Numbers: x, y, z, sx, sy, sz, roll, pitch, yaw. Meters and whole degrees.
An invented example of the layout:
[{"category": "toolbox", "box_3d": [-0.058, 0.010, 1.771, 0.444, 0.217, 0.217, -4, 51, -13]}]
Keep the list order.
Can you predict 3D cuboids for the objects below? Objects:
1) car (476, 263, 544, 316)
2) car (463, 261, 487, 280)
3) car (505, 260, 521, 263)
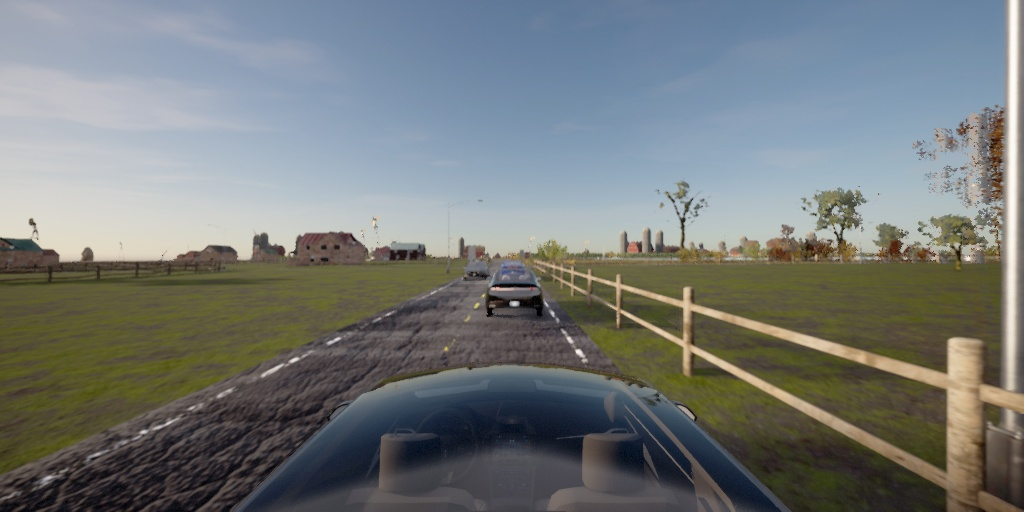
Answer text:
[{"category": "car", "box_3d": [0.086, 1.193, 13.079, 2.128, 1.511, 4.902, 0, 0, 0]}, {"category": "car", "box_3d": [-2.850, 1.138, 29.531, 1.837, 1.490, 4.892, 0, 0, 0]}, {"category": "car", "box_3d": [0.086, 1.110, 29.969, 1.882, 1.535, 5.008, 0, 0, 0]}]
